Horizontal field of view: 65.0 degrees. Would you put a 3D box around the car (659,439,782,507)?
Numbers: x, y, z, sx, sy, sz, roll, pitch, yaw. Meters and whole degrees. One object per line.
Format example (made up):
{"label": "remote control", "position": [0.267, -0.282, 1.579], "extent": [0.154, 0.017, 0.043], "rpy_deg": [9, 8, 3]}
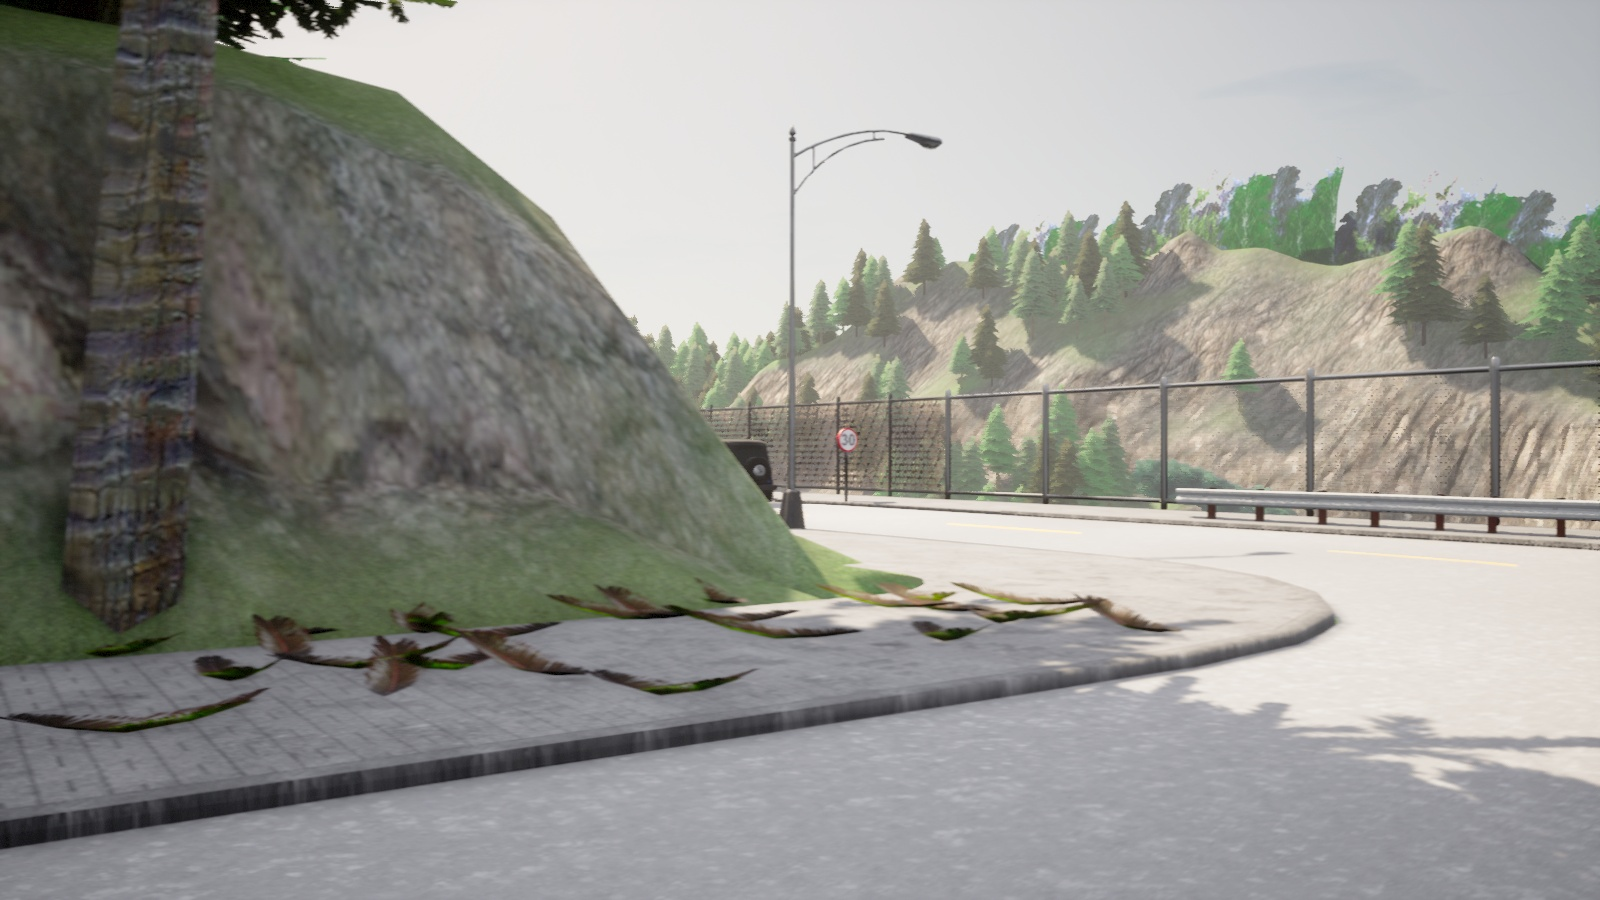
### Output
{"label": "car", "position": [-2.405, 0.638, 37.148], "extent": [1.905, 1.878, 3.866], "rpy_deg": [0, 0, -35]}
